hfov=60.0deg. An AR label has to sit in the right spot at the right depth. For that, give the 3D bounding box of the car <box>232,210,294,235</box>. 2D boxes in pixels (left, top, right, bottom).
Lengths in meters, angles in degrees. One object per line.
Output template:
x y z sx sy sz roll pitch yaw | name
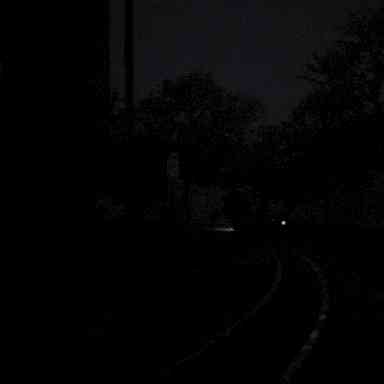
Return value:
4.255 1.799 20.556 1.994 1.385 4.181 0 -2 -27 | car
